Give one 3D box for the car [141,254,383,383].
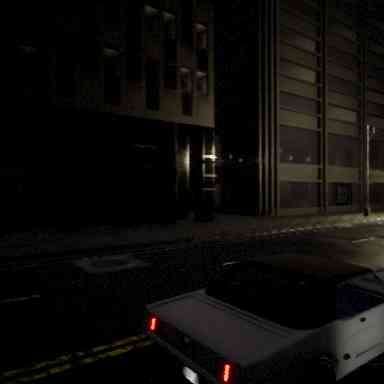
[{"bbox_3d":[1.794,1.585,4.717,4.718,1.301,1.895,0,0,-36],"label":"car"}]
